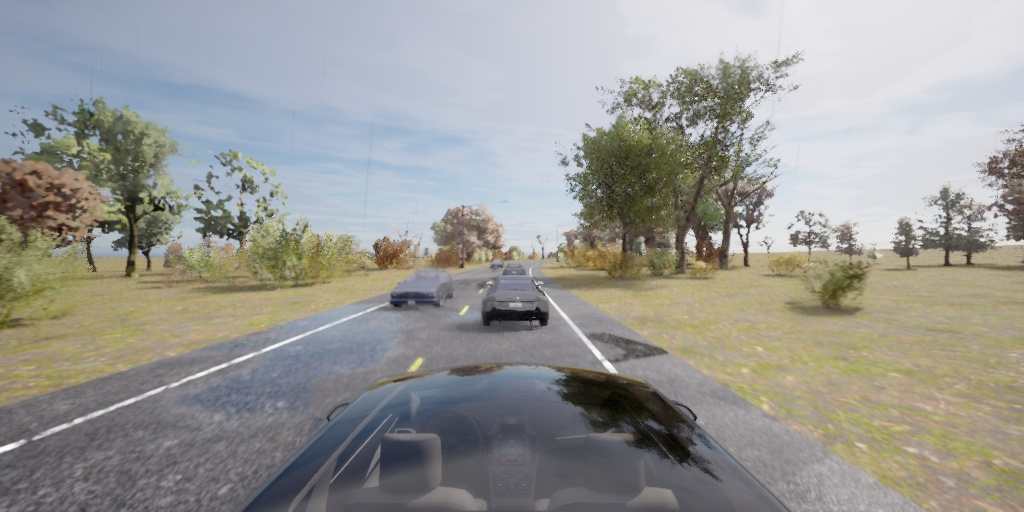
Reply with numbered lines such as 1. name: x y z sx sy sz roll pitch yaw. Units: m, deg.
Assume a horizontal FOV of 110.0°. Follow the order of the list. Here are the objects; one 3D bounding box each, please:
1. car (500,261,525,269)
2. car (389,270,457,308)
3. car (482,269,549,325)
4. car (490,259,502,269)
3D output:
1. car: 0.231 1.316 31.923 1.994 1.385 4.181 0 0 1
2. car: -3.594 1.298 15.512 2.033 1.411 5.357 0 0 0
3. car: 0.101 1.315 11.853 1.994 1.385 4.181 0 0 0
4. car: -2.304 1.271 57.073 1.812 1.442 4.674 0 0 4
